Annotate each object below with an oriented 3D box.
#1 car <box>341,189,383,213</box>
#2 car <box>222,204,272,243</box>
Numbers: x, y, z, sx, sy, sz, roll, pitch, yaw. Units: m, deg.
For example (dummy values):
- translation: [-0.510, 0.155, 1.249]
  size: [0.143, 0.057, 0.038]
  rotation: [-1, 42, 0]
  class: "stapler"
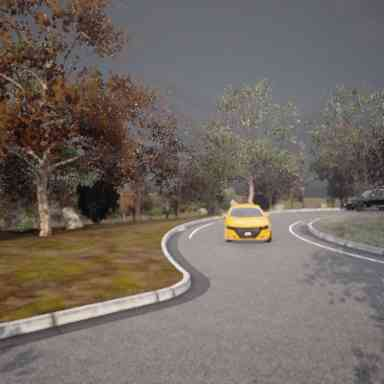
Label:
- translation: [16.715, 0.777, 30.644]
  size: [5.566, 2.045, 2.150]
  rotation: [-1, 0, -5]
  class: "car"
- translation: [2.450, 1.324, 15.408]
  size: [1.882, 1.535, 5.008]
  rotation: [-1, 1, 7]
  class: "car"
